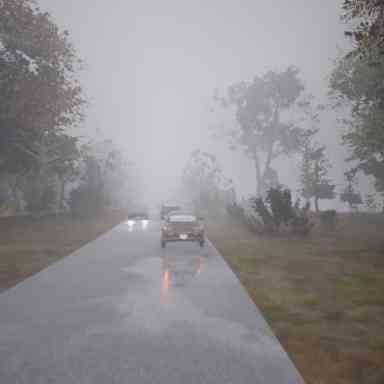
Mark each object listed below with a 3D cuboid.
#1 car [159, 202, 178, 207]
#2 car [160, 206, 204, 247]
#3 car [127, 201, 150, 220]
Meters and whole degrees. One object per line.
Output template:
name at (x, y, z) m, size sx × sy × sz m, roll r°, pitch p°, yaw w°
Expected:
car at (-2.222, 1.762, 32.937) m, size 1.882 × 1.535 × 5.008 m, roll 0°, pitch -1°, yaw -7°
car at (-0.478, 1.595, 15.405) m, size 1.812 × 1.442 × 4.674 m, roll 0°, pitch 0°, yaw -3°
car at (-4.894, 1.788, 30.842) m, size 2.033 × 1.411 × 5.357 m, roll 0°, pitch -1°, yaw -7°
